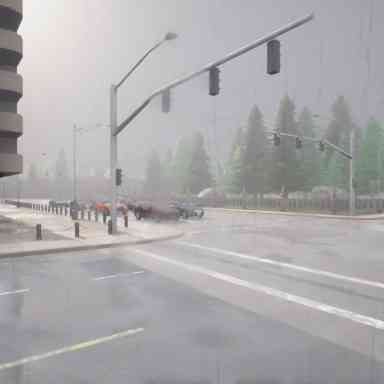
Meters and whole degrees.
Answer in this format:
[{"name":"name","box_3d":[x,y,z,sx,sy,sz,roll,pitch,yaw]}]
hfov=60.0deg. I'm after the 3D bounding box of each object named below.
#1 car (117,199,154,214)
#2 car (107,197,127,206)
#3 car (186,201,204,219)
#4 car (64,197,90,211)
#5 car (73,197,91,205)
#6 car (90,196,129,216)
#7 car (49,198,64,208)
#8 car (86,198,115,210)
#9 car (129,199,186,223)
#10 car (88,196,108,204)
[{"name":"car","box_3d":[-6.385,1.547,37.224,2.128,1.511,4.902,0,0,-36]},{"name":"car","box_3d":[-13.227,1.581,58.610,1.812,1.442,4.674,0,0,-36]},{"name":"car","box_3d":[-0.867,1.547,29.758,2.128,1.511,4.902,0,0,-36]},{"name":"car","box_3d":[-13.748,1.547,41.307,2.128,1.511,4.902,0,0,-36]},{"name":"car","box_3d":[-20.807,1.656,62.957,1.895,1.301,4.718,0,0,-36]},{"name":"car","box_3d":[-8.320,1.407,33.947,2.097,1.767,4.553,0,0,-36]},{"name":"car","box_3d":[-20.021,1.603,49.856,2.033,1.411,5.357,0,0,-36]},{"name":"car","box_3d":[-12.552,1.603,45.580,2.033,1.411,5.357,0,0,-36]},{"name":"car","box_3d":[-2.851,1.533,26.553,1.882,1.535,5.008,0,0,-36]},{"name":"car","box_3d":[-18.740,1.547,66.049,2.128,1.511,4.902,0,0,-36]}]
